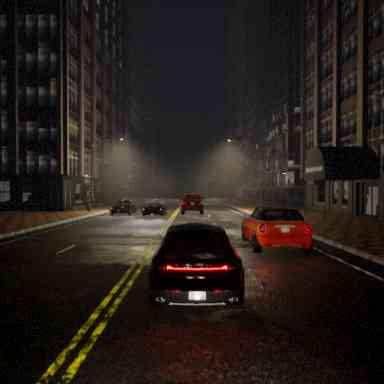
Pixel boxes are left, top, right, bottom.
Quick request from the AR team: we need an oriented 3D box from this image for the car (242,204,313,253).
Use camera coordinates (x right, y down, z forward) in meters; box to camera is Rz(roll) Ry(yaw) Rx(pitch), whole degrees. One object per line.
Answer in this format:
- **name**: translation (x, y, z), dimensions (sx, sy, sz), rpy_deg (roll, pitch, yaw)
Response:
- **car**: translation (3.304, 1.339, 13.709), dimensions (2.097, 1.767, 4.553), rpy_deg (0, 0, 2)

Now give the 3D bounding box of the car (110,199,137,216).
- **car**: translation (-6.602, 1.466, 32.424), dimensions (1.837, 1.490, 4.892), rpy_deg (0, 0, 0)

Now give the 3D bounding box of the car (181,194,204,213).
- **car**: translation (0.035, 1.180, 33.684), dimensions (2.150, 2.045, 5.566), rpy_deg (0, 0, 0)

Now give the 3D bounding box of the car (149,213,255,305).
- **car**: translation (0.084, 1.498, 8.029), dimensions (1.837, 1.490, 4.892), rpy_deg (0, 0, 0)

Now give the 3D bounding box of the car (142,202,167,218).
- **car**: translation (-3.363, 1.564, 30.310), dimensions (1.895, 1.301, 4.718), rpy_deg (0, 0, 0)
